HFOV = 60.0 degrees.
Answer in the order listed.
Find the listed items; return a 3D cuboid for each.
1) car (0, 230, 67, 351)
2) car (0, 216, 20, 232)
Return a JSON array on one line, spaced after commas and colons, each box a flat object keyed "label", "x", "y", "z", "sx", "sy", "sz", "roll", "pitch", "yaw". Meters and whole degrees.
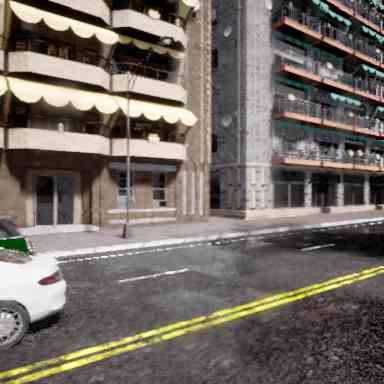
[{"label": "car", "x": -4.241, "y": 1.531, "z": 4.650, "sx": 4.674, "sy": 1.442, "sz": 1.812, "roll": 0, "pitch": 0, "yaw": -35}, {"label": "car", "x": -5.980, "y": 1.356, "z": 7.401, "sx": 4.553, "sy": 1.767, "sz": 2.097, "roll": 0, "pitch": 0, "yaw": -35}]
